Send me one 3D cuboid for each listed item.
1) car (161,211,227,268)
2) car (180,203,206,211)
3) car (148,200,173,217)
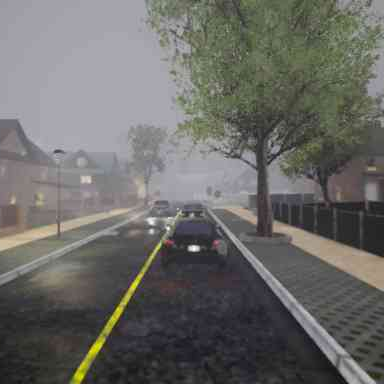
[{"bbox_3d":[0.066,1.542,11.238,1.994,1.385,4.181,0,0,0],"label":"car"},{"bbox_3d":[0.047,1.504,24.116,2.033,1.411,5.357,0,0,1],"label":"car"},{"bbox_3d":[-2.817,1.468,30.954,1.812,1.442,4.674,0,0,0],"label":"car"}]
